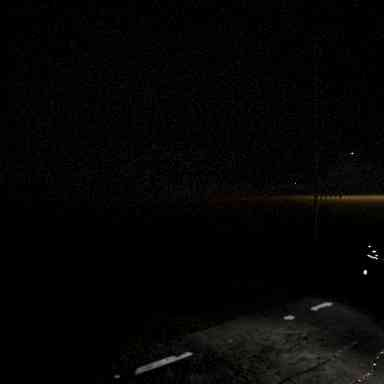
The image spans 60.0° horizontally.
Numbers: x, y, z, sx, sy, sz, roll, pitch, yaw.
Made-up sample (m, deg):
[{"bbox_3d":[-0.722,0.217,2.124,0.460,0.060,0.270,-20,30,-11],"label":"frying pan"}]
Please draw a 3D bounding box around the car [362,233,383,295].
[{"bbox_3d":[6.082,1.153,7.412,5.566,2.045,2.150,-1,0,-36],"label":"car"}]
